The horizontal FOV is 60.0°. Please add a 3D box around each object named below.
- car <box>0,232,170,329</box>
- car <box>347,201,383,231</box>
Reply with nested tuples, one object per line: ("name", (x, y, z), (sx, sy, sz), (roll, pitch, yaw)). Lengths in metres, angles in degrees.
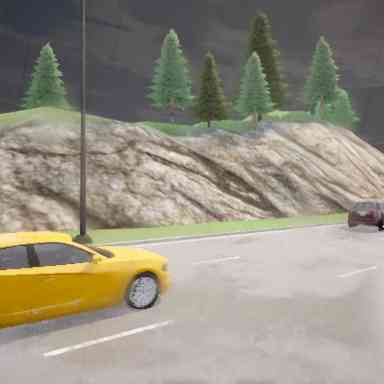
("car", (-2.755, 1.478, 6.082), (5.008, 1.535, 1.882), (0, 0, -36))
("car", (11.740, 1.351, 20.753), (4.553, 1.767, 2.097), (0, 0, -36))
